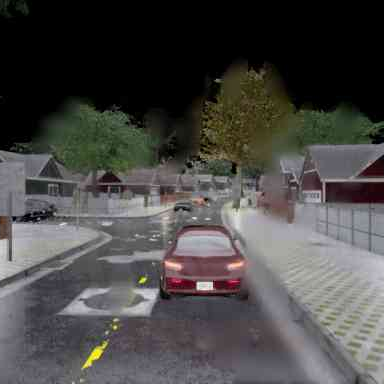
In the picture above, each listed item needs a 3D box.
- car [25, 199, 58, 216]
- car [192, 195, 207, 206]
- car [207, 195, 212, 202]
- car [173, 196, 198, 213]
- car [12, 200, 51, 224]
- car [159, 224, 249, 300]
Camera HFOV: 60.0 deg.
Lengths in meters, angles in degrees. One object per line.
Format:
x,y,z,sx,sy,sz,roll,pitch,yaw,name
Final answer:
-12.450,1.279,24.498,4.892,1.490,1.837,1,1,3,car
0.595,1.198,50.607,2.097,1.767,4.553,0,0,8,car
2.849,1.327,65.806,1.895,1.301,4.718,0,0,10,car
-0.898,1.490,37.363,2.033,1.411,5.357,0,0,6,car
-12.095,1.371,21.631,4.718,1.301,1.895,1,0,3,car
0.282,1.527,8.293,1.812,1.442,4.674,0,0,1,car
